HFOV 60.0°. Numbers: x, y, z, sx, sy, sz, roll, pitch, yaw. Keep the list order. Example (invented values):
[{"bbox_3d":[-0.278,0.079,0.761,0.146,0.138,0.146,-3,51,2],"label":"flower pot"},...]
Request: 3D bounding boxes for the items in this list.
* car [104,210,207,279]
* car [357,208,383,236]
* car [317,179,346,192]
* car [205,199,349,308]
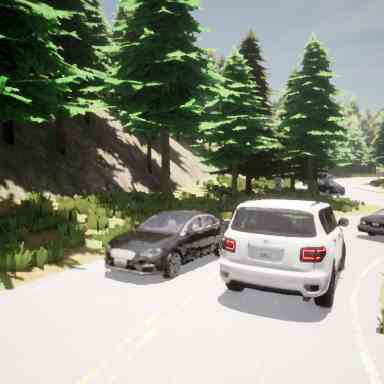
[{"bbox_3d":[-0.459,1.349,9.942,2.128,1.511,4.902,2,2,30],"label":"car"},{"bbox_3d":[10.136,1.414,15.829,5.357,1.411,2.033,-1,5,-32],"label":"car"},{"bbox_3d":[16.081,-0.553,38.930,1.882,1.535,5.008,-1,5,-2],"label":"car"},{"bbox_3d":[2.552,1.200,8.380,2.150,2.045,5.566,3,2,27],"label":"car"}]
